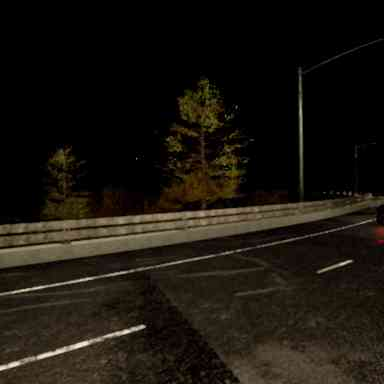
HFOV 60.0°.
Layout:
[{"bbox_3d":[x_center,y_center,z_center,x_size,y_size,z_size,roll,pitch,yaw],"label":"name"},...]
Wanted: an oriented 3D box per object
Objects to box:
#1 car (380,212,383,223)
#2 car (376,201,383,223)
[{"bbox_3d":[8.180,1.310,10.697,5.357,1.411,2.033,-1,1,-43],"label":"car"},{"bbox_3d":[12.842,1.097,20.449,1.837,1.490,4.892,0,1,43],"label":"car"}]
